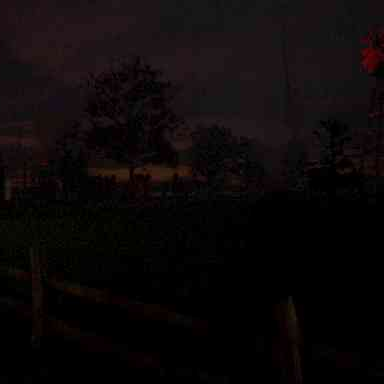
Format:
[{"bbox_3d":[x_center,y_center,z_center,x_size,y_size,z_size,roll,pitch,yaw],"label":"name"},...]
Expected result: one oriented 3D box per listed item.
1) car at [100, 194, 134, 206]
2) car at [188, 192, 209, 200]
[{"bbox_3d":[-9.914,0.996,44.279,1.837,1.490,4.892,0,1,37],"label":"car"},{"bbox_3d":[1.350,0.683,59.225,1.882,1.535,5.008,0,1,37],"label":"car"}]
